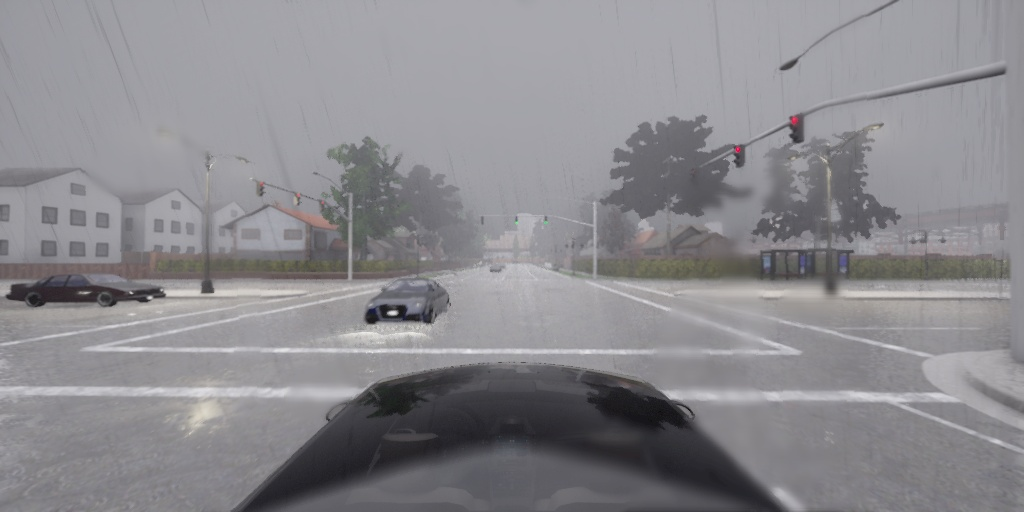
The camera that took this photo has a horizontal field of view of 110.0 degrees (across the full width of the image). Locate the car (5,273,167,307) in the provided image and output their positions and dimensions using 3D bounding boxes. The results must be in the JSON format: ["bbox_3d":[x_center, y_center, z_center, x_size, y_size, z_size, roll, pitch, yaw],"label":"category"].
[{"bbox_3d":[-18.825,1.475,15.978,5.357,1.411,2.033,0,-1,-1],"label":"car"}]

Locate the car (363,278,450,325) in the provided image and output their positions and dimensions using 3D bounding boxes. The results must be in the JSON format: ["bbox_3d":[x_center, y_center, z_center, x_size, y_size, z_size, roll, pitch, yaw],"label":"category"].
[{"bbox_3d":[-3.401,1.465,12.298,1.994,1.385,4.181,0,-1,1],"label":"car"}]

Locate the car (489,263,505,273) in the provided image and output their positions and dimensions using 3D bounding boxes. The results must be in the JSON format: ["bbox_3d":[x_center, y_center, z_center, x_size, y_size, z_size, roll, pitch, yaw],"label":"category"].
[{"bbox_3d":[-2.572,2.005,56.923,1.837,1.490,4.892,0,1,0],"label":"car"}]
